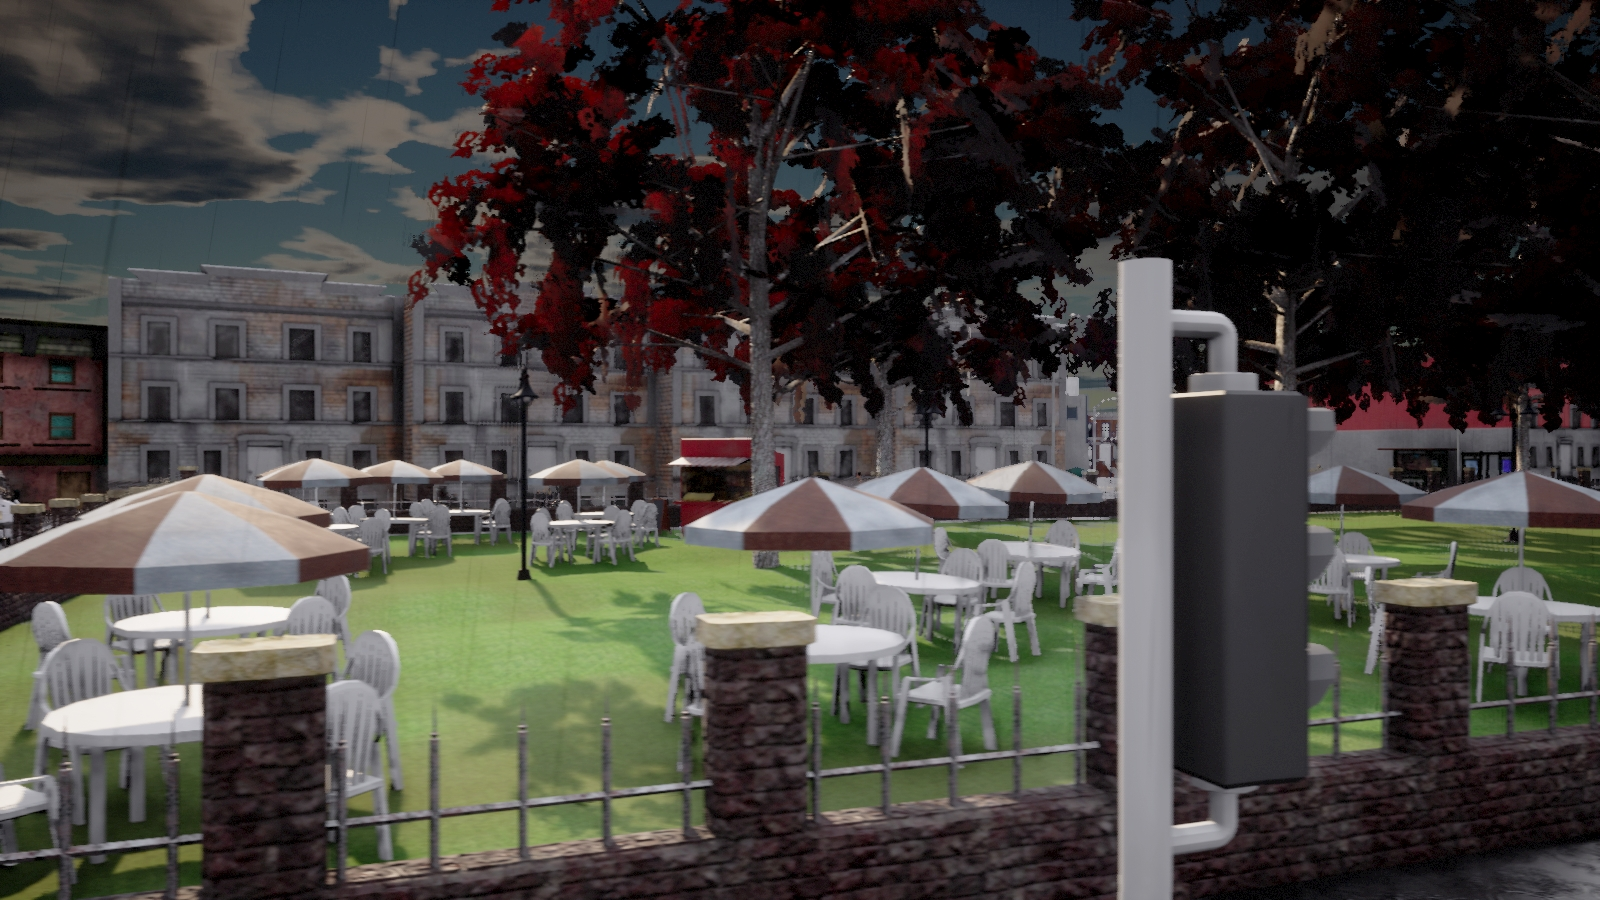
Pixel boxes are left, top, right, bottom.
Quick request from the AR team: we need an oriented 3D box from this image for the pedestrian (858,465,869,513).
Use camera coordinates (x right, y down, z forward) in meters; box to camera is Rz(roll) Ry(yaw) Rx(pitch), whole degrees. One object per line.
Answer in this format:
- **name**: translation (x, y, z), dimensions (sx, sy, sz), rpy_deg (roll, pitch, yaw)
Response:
- **pedestrian**: translation (2.482, 1.523, 44.678), dimensions (0.375, 1.860, 0.375), rpy_deg (0, 0, -8)

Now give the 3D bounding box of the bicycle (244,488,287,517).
- **bicycle**: translation (-20.753, 2.037, 44.374), dimensions (1.487, 1.080, 0.859), rpy_deg (0, 1, -22)

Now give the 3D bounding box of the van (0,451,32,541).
- **van**: translation (-23.505, 1.316, 31.717), dimensions (1.988, 2.561, 5.915), rpy_deg (0, 0, -17)
